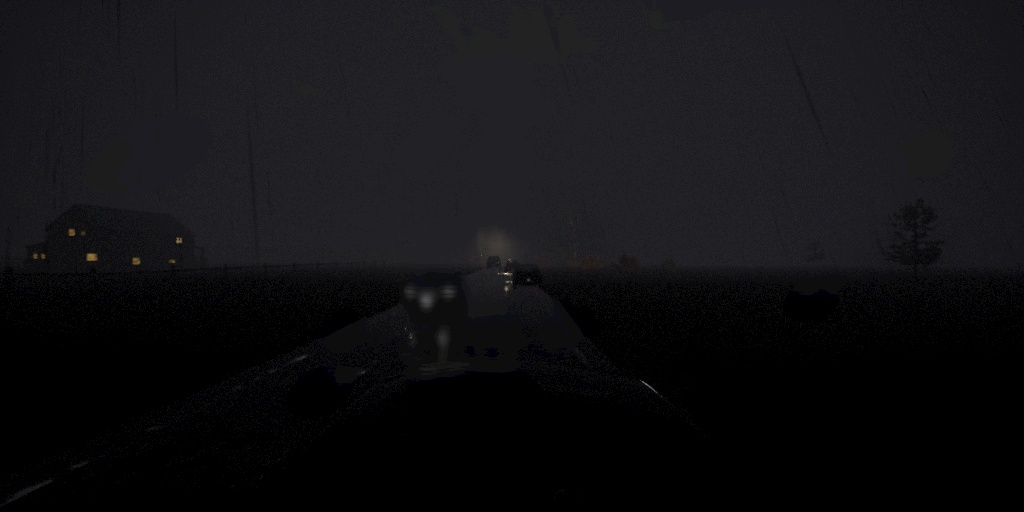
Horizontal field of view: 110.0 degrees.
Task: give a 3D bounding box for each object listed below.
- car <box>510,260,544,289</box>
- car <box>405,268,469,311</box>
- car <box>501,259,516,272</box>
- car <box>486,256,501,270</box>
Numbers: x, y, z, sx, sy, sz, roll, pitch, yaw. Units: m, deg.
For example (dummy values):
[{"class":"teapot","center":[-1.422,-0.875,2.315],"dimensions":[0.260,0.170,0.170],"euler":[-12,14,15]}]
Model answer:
[{"class":"car","center":[0.970,1.237,23.266],"dimensions":[1.882,1.535,5.008],"euler":[0,0,0]},{"class":"car","center":[-2.845,1.244,14.408],"dimensions":[2.128,1.511,4.902],"euler":[0,0,0]},{"class":"car","center":[0.054,1.266,45.108],"dimensions":[2.128,1.511,4.902],"euler":[0,0,1]},{"class":"car","center":[-2.790,1.004,55.427],"dimensions":[2.150,2.045,5.566],"euler":[0,0,1]}]
